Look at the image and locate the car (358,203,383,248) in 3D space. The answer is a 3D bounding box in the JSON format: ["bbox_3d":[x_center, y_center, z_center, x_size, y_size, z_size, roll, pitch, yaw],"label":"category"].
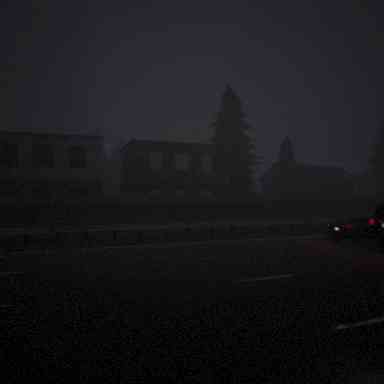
[{"bbox_3d":[10.239,1.426,14.308,5.566,2.045,2.150,0,-1,-21],"label":"car"}]

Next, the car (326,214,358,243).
[{"bbox_3d":[9.253,1.842,17.668,4.181,1.385,1.994,0,-1,-21],"label":"car"}]
